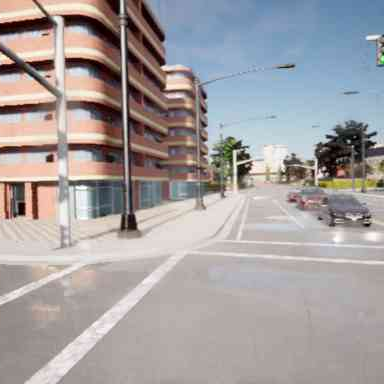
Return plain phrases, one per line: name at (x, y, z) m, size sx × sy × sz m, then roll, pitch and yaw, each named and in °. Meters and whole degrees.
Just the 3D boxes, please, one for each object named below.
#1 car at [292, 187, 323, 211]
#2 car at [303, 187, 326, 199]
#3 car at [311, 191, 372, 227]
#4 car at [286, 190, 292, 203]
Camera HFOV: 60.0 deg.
car at (9.522, 0.485, 26.569) m, size 2.097 × 1.767 × 4.553 m, roll -1°, pitch 2°, yaw 11°
car at (16.556, 0.046, 45.083) m, size 2.033 × 1.411 × 5.357 m, roll -1°, pitch 2°, yaw 10°
car at (7.851, 0.907, 17.572) m, size 1.837 × 1.490 × 4.892 m, roll -1°, pitch 2°, yaw 11°
car at (11.212, 0.466, 35.518) m, size 1.895 × 1.301 × 4.718 m, roll -1°, pitch 2°, yaw 11°
